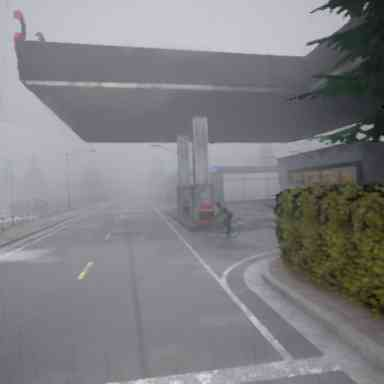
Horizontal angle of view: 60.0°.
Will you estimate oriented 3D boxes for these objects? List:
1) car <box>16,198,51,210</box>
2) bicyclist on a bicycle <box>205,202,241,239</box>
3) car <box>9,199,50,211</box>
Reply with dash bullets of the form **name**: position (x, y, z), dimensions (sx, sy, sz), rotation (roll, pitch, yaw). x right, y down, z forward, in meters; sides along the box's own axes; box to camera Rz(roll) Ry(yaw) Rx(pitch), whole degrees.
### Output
- **car**: position (-24.930, 1.845, 52.574), dimensions (4.514, 1.523, 2.007), rotation (-3, 1, -10)
- **bicyclist on a bicycle**: position (1.347, 1.253, 14.713), dimensions (1.656, 1.620, 0.582), rotation (-3, 1, -9)
- **car**: position (-24.367, 1.850, 49.488), dimensions (5.027, 1.636, 2.152), rotation (-3, 1, -10)
